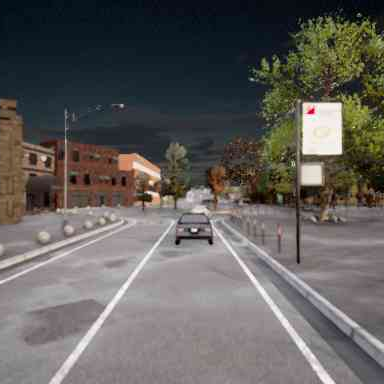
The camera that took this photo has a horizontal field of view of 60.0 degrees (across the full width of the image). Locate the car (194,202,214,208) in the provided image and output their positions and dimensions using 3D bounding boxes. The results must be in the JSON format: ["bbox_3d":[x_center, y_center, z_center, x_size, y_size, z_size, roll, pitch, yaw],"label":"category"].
[{"bbox_3d":[0.912,2.030,32.834,1.812,1.442,4.674,0,-1,9],"label":"car"}]

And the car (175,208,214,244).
[{"bbox_3d":[0.099,1.753,16.994,2.033,1.411,5.357,0,-1,0],"label":"car"}]
